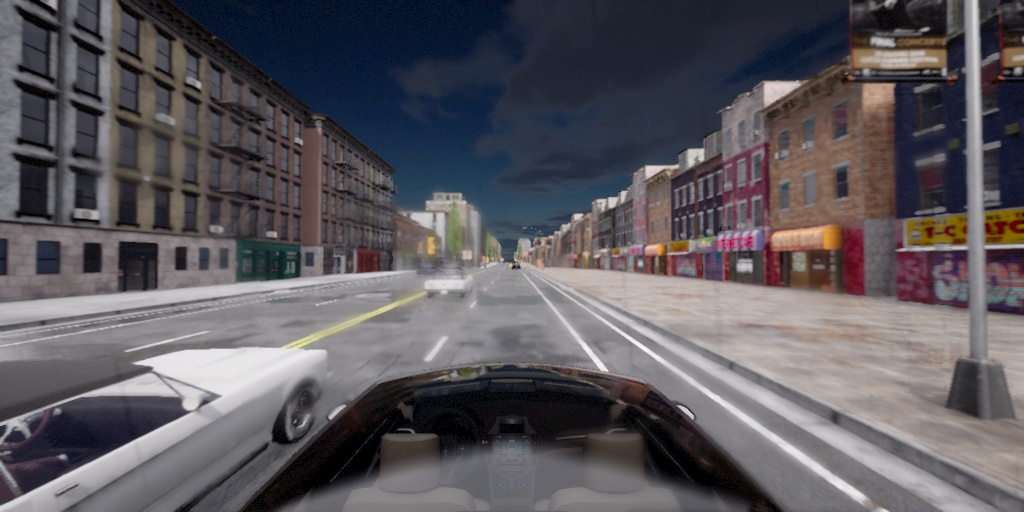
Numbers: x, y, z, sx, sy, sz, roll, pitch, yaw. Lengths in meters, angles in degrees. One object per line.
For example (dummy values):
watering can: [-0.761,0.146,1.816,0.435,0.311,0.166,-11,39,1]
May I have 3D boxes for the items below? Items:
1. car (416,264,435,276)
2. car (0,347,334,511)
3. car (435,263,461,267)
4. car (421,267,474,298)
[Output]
car: [-9.837,1.655,42.226,1.994,1.385,4.181,0,-1,0]
car: [-3.151,1.352,2.337,1.895,1.301,4.718,0,0,0]
car: [-6.591,1.548,39.448,2.128,1.511,4.902,0,-1,0]
car: [-3.154,1.427,18.929,1.895,1.301,4.718,0,0,0]
